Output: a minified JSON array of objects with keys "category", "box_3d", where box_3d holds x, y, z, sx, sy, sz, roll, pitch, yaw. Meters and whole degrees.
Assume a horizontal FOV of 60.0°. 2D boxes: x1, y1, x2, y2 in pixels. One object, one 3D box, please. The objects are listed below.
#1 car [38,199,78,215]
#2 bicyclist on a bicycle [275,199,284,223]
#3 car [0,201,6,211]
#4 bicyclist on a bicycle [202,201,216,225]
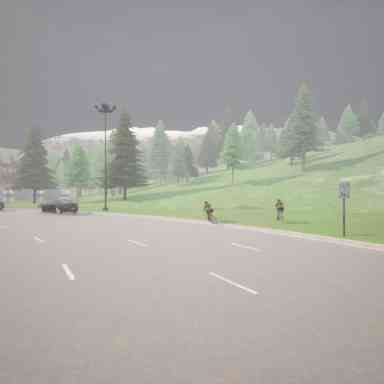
[{"category":"car","box_3d":[-13.780,1.478,34.148,5.008,1.535,1.882,0,0,35]},{"category":"bicyclist on a bicycle","box_3d":[6.003,1.305,22.758,0.582,1.620,1.656,0,-2,-1]},{"category":"car","box_3d":[-24.335,1.526,39.651,4.674,1.442,1.812,0,0,23]},{"category":"bicyclist on a bicycle","box_3d":[1.154,1.436,23.115,0.582,1.620,1.656,-11,7,-28]}]
